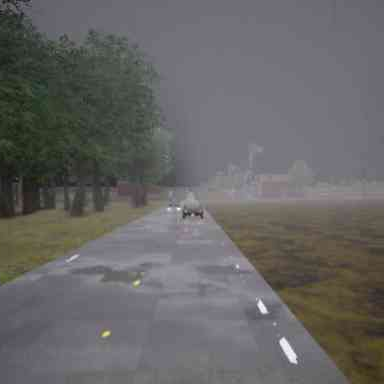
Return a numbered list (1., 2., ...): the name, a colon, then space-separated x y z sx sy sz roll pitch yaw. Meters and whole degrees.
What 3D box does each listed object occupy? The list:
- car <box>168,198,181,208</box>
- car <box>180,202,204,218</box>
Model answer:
1. car: -2.778 1.766 54.042 1.837 1.490 4.892 0 0 0
2. car: 0.084 1.721 31.341 1.895 1.301 4.718 0 0 0
